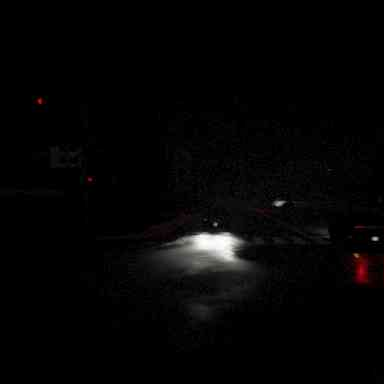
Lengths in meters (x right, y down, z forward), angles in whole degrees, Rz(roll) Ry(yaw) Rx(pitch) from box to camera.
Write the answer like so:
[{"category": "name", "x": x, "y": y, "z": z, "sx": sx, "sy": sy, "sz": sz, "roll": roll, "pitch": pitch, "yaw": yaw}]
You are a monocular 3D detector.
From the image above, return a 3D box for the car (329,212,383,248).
[{"category": "car", "x": 7.760, "y": 1.675, "z": 15.607, "sx": 2.128, "sy": 1.511, "sz": 4.902, "roll": -1, "pitch": -1, "yaw": 11}]

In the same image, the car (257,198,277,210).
[{"category": "car", "x": 12.696, "y": 2.183, "z": 56.657, "sx": 2.097, "sy": 1.767, "sz": 4.553, "roll": -1, "pitch": -1, "yaw": 6}]

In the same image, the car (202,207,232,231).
[{"category": "car", "x": 1.843, "y": 1.892, "z": 24.110, "sx": 2.128, "sy": 1.511, "sz": 4.902, "roll": -1, "pitch": -1, "yaw": 7}]

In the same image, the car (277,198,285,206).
[{"category": "car", "x": 17.171, "y": 2.171, "z": 65.019, "sx": 2.150, "sy": 2.045, "sz": 5.566, "roll": -1, "pitch": -1, "yaw": 6}]

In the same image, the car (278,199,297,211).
[{"category": "car", "x": 16.038, "y": 2.311, "z": 55.055, "sx": 2.033, "sy": 1.411, "sz": 5.357, "roll": -1, "pitch": -1, "yaw": 6}]
